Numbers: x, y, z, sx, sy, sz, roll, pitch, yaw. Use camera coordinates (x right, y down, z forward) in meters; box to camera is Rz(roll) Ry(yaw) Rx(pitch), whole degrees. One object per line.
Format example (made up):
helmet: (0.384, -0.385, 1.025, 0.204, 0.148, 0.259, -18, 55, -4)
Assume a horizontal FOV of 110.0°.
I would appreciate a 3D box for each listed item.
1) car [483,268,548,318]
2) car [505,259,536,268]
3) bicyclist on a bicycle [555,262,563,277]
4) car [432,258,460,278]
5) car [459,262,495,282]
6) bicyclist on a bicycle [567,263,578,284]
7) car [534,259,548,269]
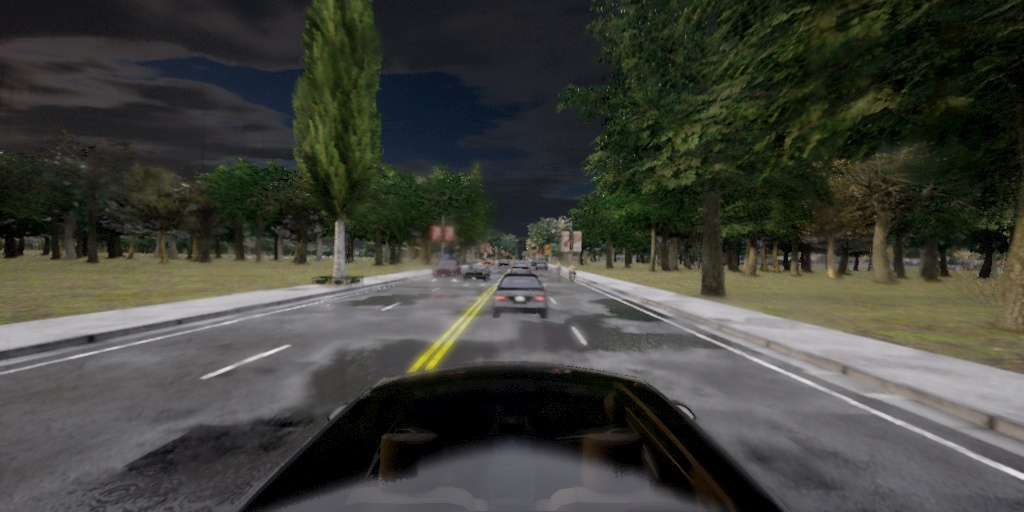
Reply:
car: (0.308, 1.337, 13.147, 2.033, 1.411, 5.357, 1, 0, 1)
car: (0.793, 1.349, 32.420, 2.128, 1.511, 4.902, 1, 0, 1)
bicyclist on a bicycle: (4.994, 1.384, 37.944, 0.866, 1.612, 1.509, 1, 0, 1)
car: (-5.886, 1.094, 33.168, 2.097, 1.767, 4.553, 1, 0, 1)
car: (-2.751, 1.385, 28.831, 1.895, 1.301, 4.718, 1, 0, 1)
bicyclist on a bicycle: (4.746, 1.349, 28.012, 0.866, 1.612, 1.509, 1, 0, 1)
car: (4.644, 1.492, 56.406, 2.128, 1.511, 4.902, 1, 0, 1)
